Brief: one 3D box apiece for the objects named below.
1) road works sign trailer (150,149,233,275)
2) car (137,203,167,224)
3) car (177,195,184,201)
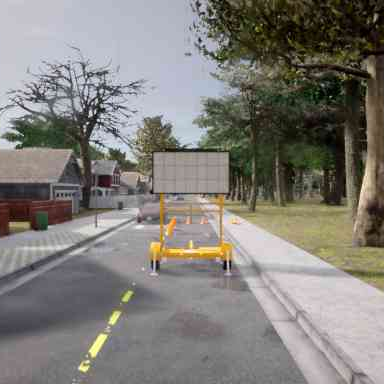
[{"bbox_3d":[-0.022,0.464,10.375,2.380,3.560,2.880,0,0,0],"label":"road works sign trailer"},{"bbox_3d":[-2.890,1.528,24.756,1.812,1.442,4.674,0,0,0],"label":"car"},{"bbox_3d":[-2.940,1.603,85.957,2.033,1.411,5.357,0,0,0],"label":"car"}]
